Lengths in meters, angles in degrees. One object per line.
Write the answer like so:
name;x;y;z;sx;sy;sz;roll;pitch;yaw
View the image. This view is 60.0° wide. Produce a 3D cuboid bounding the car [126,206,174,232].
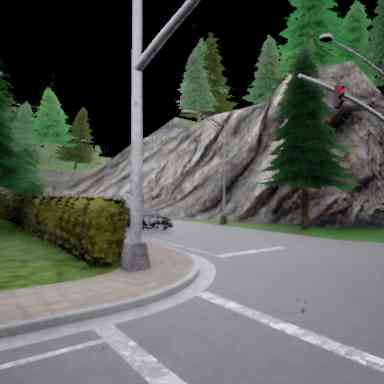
car;-3.272;1.601;20.752;2.033;1.411;5.357;0;0;-36
